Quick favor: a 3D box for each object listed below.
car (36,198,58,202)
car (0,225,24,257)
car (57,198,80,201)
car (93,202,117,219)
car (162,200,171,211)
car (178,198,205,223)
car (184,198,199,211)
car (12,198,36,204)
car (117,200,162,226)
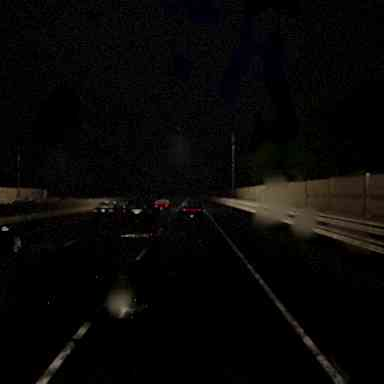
[{"bbox_3d":[-21.211,1.625,50.414,1.882,1.535,5.008,0,-1,0],"label":"car"},{"bbox_3d":[-6.939,1.484,10.001,1.837,1.490,4.892,0,0,0],"label":"car"},{"bbox_3d":[-17.714,1.677,49.809,2.033,1.411,5.357,0,-1,0],"label":"car"},{"bbox_3d":[-7.018,1.536,28.727,2.033,1.411,5.357,0,0,0],"label":"car"},{"bbox_3d":[-3.570,1.649,41.019,1.895,1.301,4.718,0,0,0],"label":"car"},{"bbox_3d":[-0.006,1.467,25.504,2.128,1.511,4.902,0,0,0],"label":"car"},{"bbox_3d":[-0.076,1.559,41.920,1.837,1.490,4.892,0,0,0],"label":"car"},{"bbox_3d":[-24.716,1.622,49.254,2.128,1.511,4.902,0,-1,0],"label":"car"},{"bbox_3d":[-3.495,1.324,23.165,2.097,1.767,4.553,0,0,0],"label":"car"}]
